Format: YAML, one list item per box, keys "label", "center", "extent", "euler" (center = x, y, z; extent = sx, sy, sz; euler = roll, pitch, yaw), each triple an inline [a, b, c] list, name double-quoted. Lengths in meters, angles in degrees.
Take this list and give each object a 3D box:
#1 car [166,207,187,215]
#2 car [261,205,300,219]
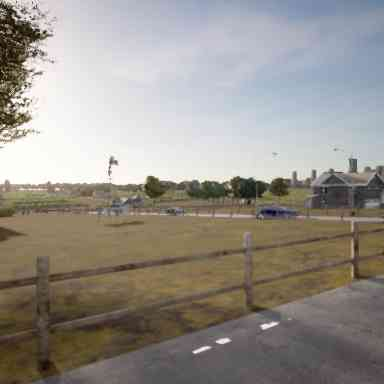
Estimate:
- label: "car"
  center: [-2.817, 3.282, 57.853]
  extent: [1.812, 1.442, 4.674]
  euler: [0, -2, -35]
- label: "car"
  center: [10.379, 2.286, 39.258]
  extent: [1.882, 1.535, 5.008]
  euler: [0, -2, -36]
